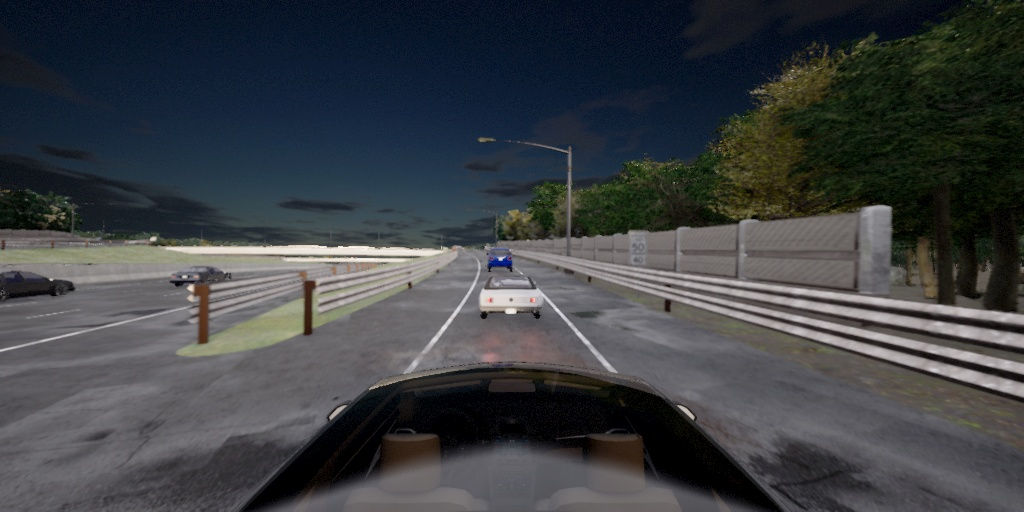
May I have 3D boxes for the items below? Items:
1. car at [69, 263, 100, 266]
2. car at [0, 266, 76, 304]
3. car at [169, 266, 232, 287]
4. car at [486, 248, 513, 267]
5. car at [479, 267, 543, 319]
[{"bbox_3d":[-45.013,1.500,37.600,1.837,1.490,4.892,1,-1,-19],"label":"car"},{"bbox_3d":[-22.809,1.348,16.057,2.033,1.411,5.357,1,-1,-19],"label":"car"},{"bbox_3d":[-22.528,1.459,26.177,2.033,1.411,5.357,1,-1,-19],"label":"car"},{"bbox_3d":[-1.150,0.280,32.605,2.150,2.045,5.566,0,2,-4],"label":"car"},{"bbox_3d":[-0.086,1.261,12.505,1.895,1.301,4.718,0,1,-2],"label":"car"}]
